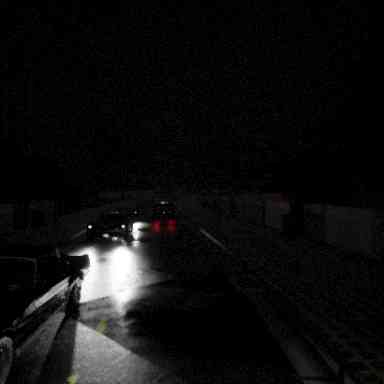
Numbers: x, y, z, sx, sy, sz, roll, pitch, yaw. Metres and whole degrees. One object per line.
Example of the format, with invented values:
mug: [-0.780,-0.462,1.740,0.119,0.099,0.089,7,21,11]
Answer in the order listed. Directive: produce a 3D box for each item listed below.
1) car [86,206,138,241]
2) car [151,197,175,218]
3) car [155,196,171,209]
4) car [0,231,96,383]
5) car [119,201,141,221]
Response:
car: [-3.977,1.599,16.767,1.895,1.301,4.718,0,0,-6]
car: [-2.507,1.435,29.221,2.128,1.511,4.902,0,0,-6]
car: [-3.806,1.314,44.327,2.033,1.411,5.357,0,1,-3]
car: [-3.100,1.606,5.212,1.895,1.301,4.718,0,0,-3]
car: [-5.133,1.490,26.927,1.812,1.442,4.674,0,0,-7]
